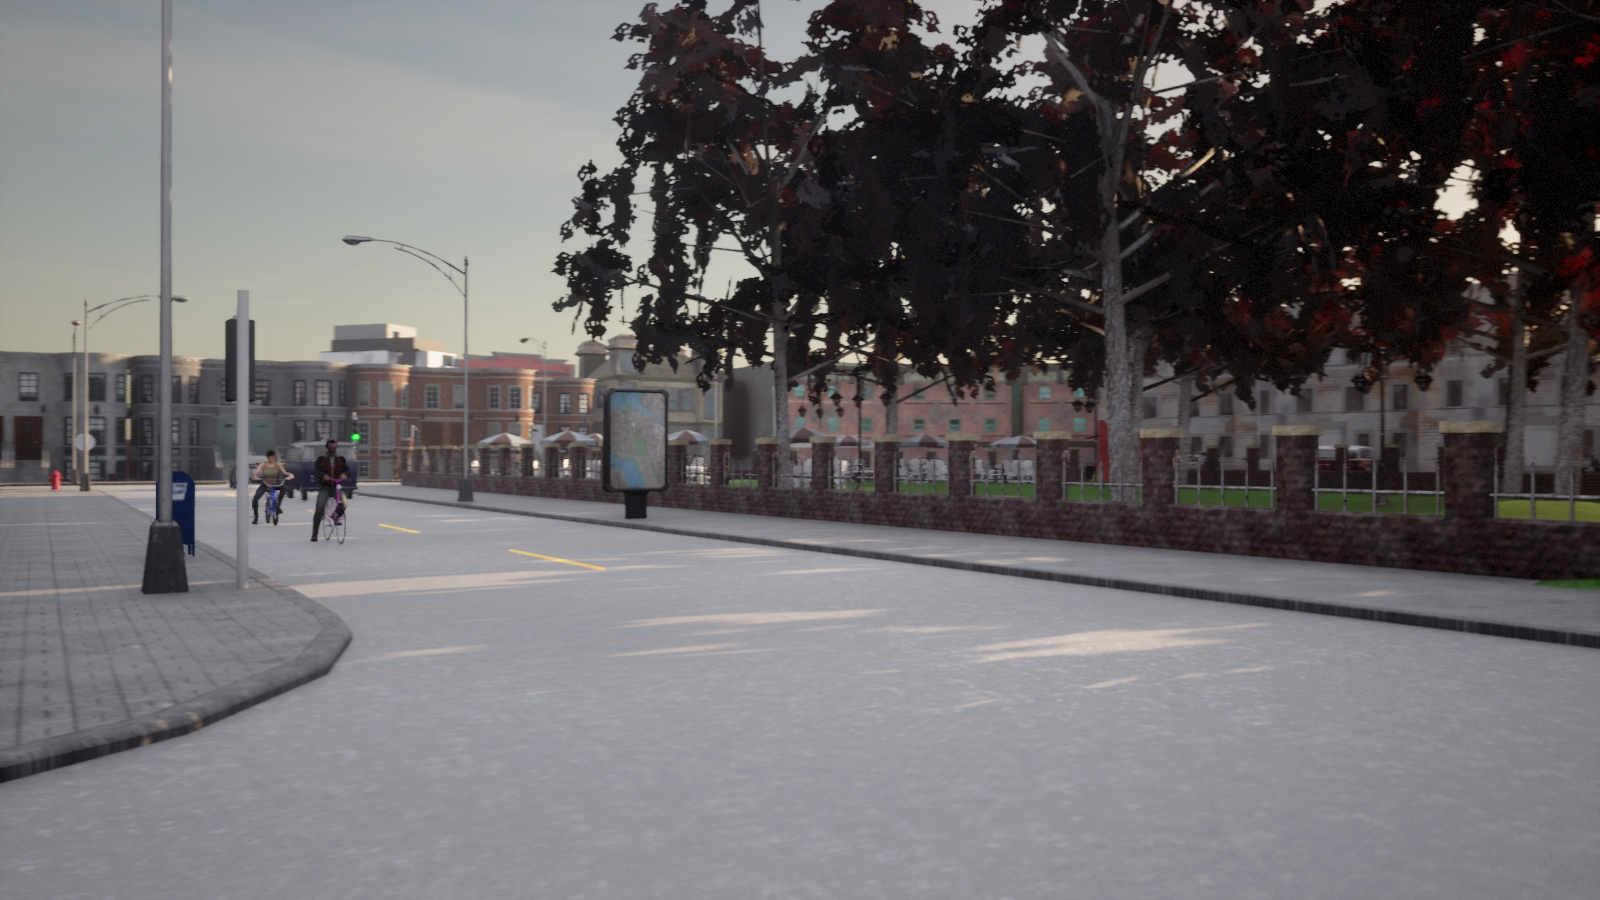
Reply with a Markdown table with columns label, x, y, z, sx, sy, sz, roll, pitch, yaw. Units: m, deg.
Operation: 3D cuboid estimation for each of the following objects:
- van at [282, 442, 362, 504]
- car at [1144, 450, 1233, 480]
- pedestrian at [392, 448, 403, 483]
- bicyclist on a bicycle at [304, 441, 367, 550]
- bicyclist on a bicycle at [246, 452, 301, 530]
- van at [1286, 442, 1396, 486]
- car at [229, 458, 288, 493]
| label | x | y | z | sx | sy | sz | roll | pitch | yaw |
| --- | --- | --- | --- | --- | --- | --- | --- | --- | --- |
| van | -16.451 | 0.761 | 43.115 | 1.775 | 1.987 | 4.442 | 0 | 0 | -31 |
| car | 22.693 | 0.849 | 73.524 | 2.242 | 1.667 | 4.611 | 0 | 0 | -31 |
| pedestrian | -22.535 | 0.868 | 70.340 | 0.396 | 1.930 | 0.692 | 0 | 0 | 1 |
| bicyclist on a bicycle | -7.889 | 0.745 | 21.295 | 0.659 | 1.776 | 1.843 | 0 | -1 | -31 |
| bicyclist on a bicycle | -11.278 | 0.850 | 26.871 | 0.866 | 1.612 | 1.509 | 0 | 0 | -31 |
| van | 25.965 | 0.654 | 60.452 | 2.069 | 2.038 | 4.480 | 0 | 0 | -31 |
| car | -24.393 | 1.101 | 56.510 | 2.163 | 1.488 | 4.792 | 0 | 0 | -27 |
